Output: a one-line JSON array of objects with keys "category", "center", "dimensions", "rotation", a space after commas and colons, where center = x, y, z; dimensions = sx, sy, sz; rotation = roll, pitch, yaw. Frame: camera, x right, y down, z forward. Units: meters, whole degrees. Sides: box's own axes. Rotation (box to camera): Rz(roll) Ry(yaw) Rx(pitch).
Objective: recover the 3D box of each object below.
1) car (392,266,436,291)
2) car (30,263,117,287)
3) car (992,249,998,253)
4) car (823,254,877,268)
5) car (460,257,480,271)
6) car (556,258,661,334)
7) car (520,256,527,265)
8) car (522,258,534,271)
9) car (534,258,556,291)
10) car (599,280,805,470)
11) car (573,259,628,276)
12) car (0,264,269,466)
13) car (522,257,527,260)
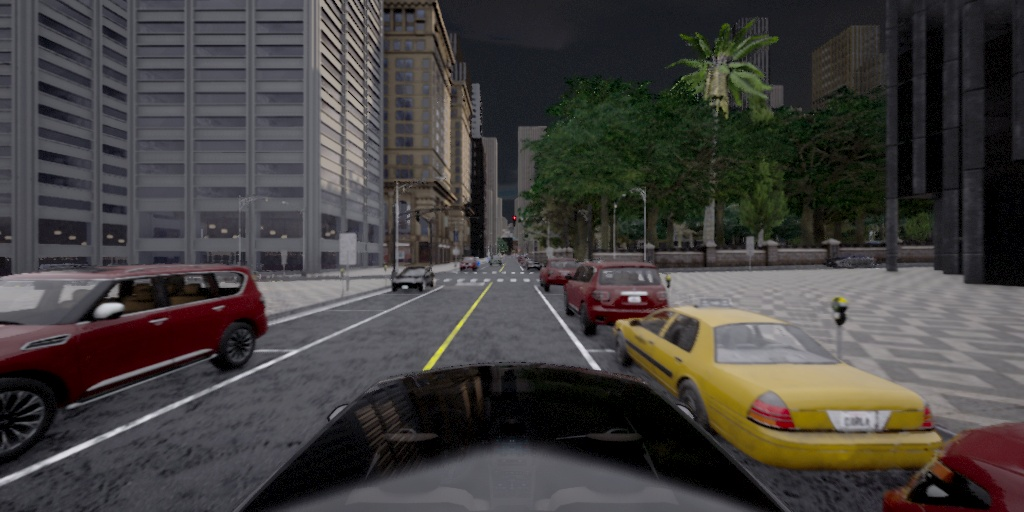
[{"category": "car", "center": [-5.761, 1.299, 21.482], "dimensions": [1.948, 1.339, 4.313], "rotation": [0, 0, 0]}, {"category": "car", "center": [-41.052, 1.758, 33.673], "dimensions": [5.566, 2.045, 2.150], "rotation": [-1, 0, 0]}, {"category": "car", "center": [47.324, -0.015, 33.241], "dimensions": [4.553, 1.767, 2.097], "rotation": [-1, 0, 0]}, {"category": "car", "center": [34.271, 0.495, 36.388], "dimensions": [4.181, 1.385, 1.994], "rotation": [-1, 0, 0]}, {"category": "car", "center": [-5.757, 0.997, 48.043], "dimensions": [2.192, 1.841, 5.009], "rotation": [0, 0, 0]}, {"category": "car", "center": [2.763, 1.059, 10.488], "dimensions": [2.192, 1.841, 5.009], "rotation": [0, 0, 0]}, {"category": "car", "center": [2.770, 1.096, 58.863], "dimensions": [1.967, 1.591, 4.097], "rotation": [0, 0, 0]}, {"category": "car", "center": [2.768, 1.248, 48.022], "dimensions": [1.948, 1.339, 4.313], "rotation": [0, 0, 0]}, {"category": "car", "center": [2.765, 1.048, 21.463], "dimensions": [2.192, 1.841, 5.009], "rotation": [0, 0, 0]}, {"category": "car", "center": [2.762, 1.274, 5.172], "dimensions": [1.751, 1.417, 4.829], "rotation": [0, 0, 0]}, {"category": "car", "center": [8.151, 1.033, 33.431], "dimensions": [4.674, 1.442, 1.812], "rotation": [-1, 0, 0]}, {"category": "car", "center": [-5.763, 1.063, 5.017], "dimensions": [2.192, 1.841, 5.009], "rotation": [0, 0, 0]}, {"category": "car", "center": [2.769, 1.252, 53.442], "dimensions": [1.802, 1.307, 4.207], "rotation": [0, 0, 0]}]
